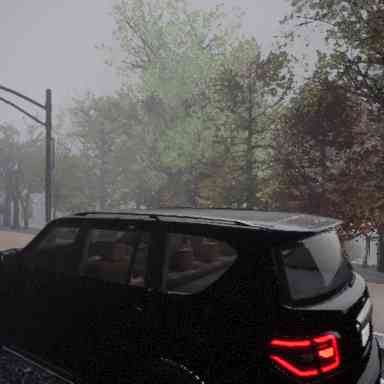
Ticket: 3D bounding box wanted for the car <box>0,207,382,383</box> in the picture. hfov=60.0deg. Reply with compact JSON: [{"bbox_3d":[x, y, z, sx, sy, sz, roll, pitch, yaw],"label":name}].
[{"bbox_3d":[-0.787,1.220,4.237,5.566,2.045,2.150,0,0,35],"label":"car"}]
